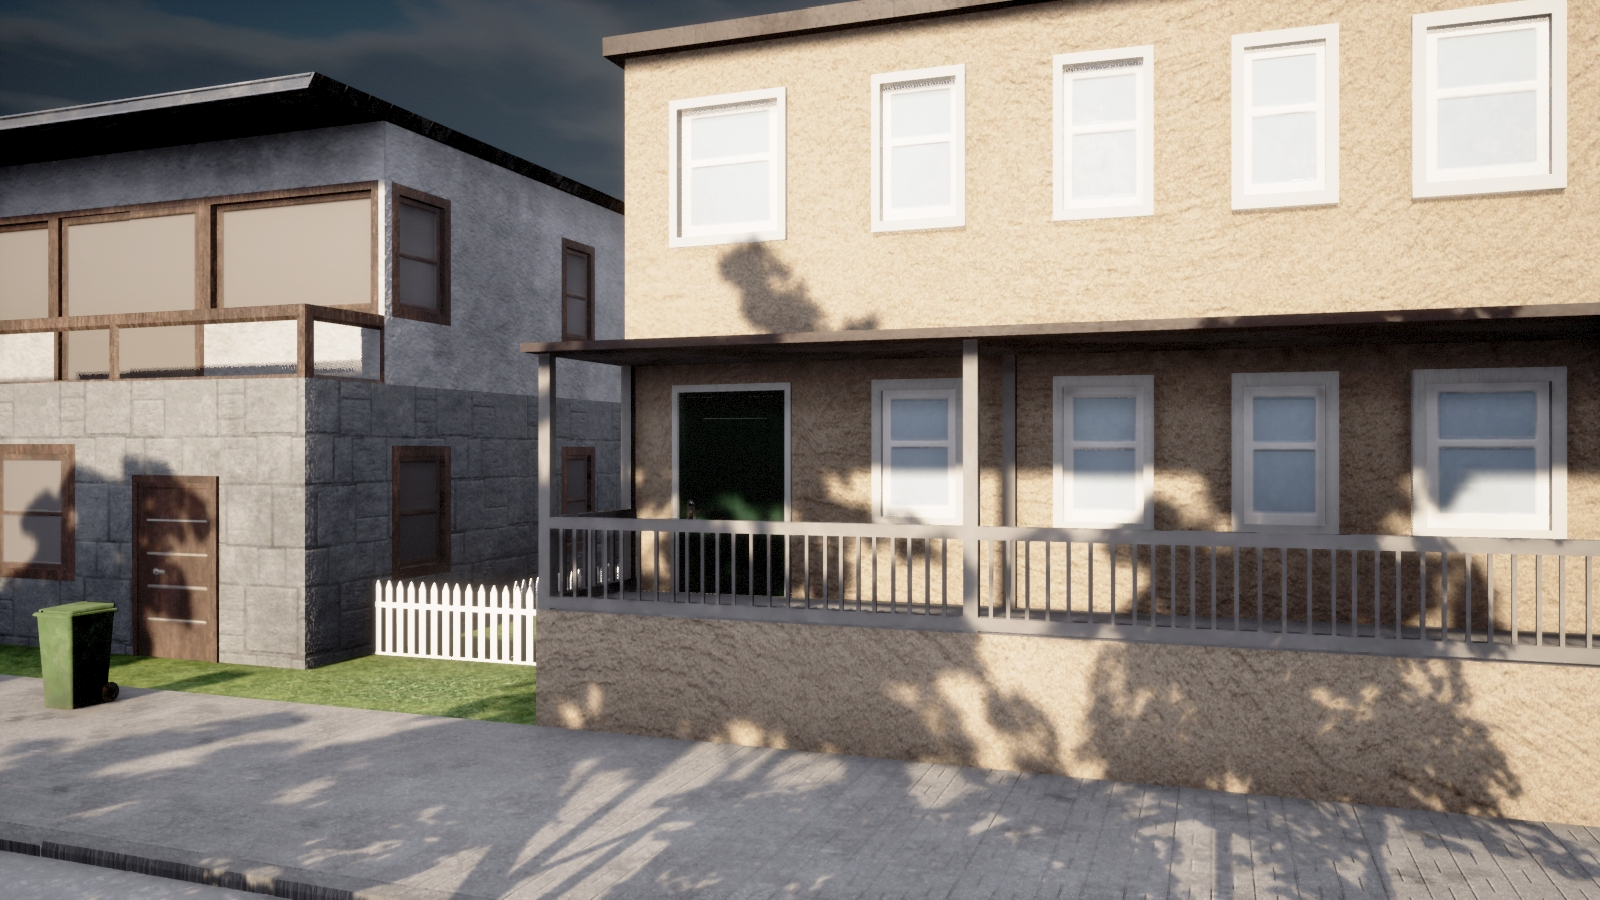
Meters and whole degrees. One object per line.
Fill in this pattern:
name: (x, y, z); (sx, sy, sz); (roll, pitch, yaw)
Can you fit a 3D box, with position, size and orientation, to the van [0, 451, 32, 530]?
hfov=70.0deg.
van: (-27.753, 1.329, 35.973); (1.988, 2.561, 5.915); (0, 0, 20)
